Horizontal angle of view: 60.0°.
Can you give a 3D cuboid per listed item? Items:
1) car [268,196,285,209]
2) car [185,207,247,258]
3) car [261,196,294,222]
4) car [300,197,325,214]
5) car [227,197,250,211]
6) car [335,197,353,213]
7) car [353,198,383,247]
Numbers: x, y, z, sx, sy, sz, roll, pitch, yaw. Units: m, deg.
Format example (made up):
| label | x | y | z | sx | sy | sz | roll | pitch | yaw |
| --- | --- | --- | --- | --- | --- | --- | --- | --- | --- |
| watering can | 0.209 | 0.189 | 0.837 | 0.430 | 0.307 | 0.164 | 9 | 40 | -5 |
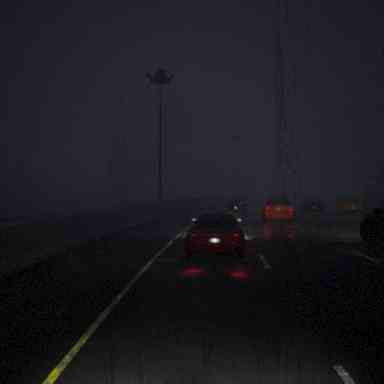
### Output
| label | x | y | z | sx | sy | sz | roll | pitch | yaw |
| --- | --- | --- | --- | --- | --- | --- | --- | --- | --- |
| car | 10.472 | 1.210 | 41.001 | 1.812 | 1.442 | 4.674 | 0 | 0 | 17 |
| car | 0.903 | 1.464 | 12.341 | 1.994 | 1.385 | 4.181 | 0 | 0 | 6 |
| car | 6.214 | 1.163 | 24.431 | 2.097 | 1.767 | 4.553 | 0 | 0 | 11 |
| car | 11.428 | 1.239 | 31.802 | 1.882 | 1.535 | 5.008 | 0 | 0 | 14 |
| car | 4.752 | 1.236 | 33.920 | 1.837 | 1.490 | 4.892 | 0 | 0 | 14 |
| car | 15.232 | 1.241 | 32.516 | 1.882 | 1.535 | 5.008 | 0 | 0 | 15 |
| car | 7.778 | 1.144 | 11.277 | 2.150 | 2.045 | 5.566 | 0 | 0 | 6 |
